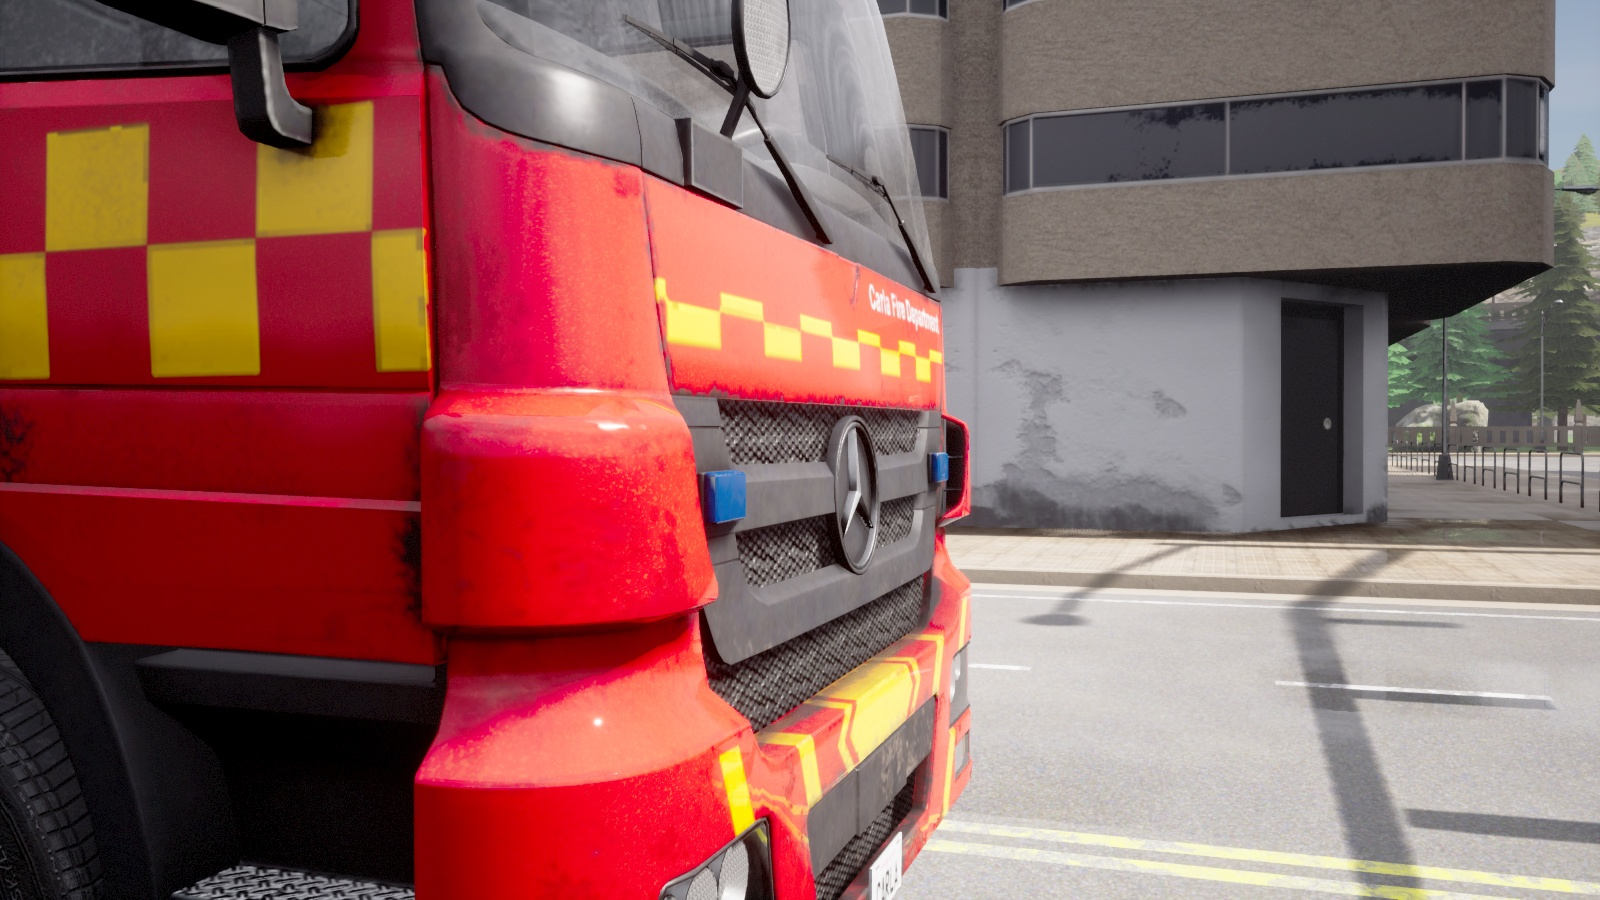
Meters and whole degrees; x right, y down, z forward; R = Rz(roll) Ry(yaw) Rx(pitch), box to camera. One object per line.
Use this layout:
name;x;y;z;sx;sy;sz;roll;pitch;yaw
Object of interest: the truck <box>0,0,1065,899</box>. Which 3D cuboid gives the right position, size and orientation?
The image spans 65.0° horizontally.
truck;-3.556;-0.422;4.371;8.468;3.827;2.891;1;1;19
